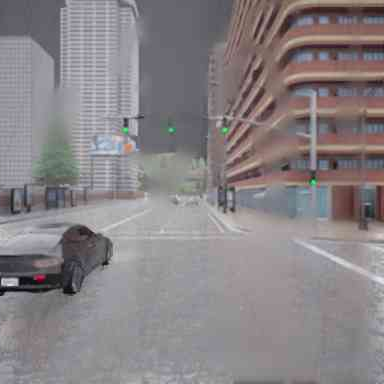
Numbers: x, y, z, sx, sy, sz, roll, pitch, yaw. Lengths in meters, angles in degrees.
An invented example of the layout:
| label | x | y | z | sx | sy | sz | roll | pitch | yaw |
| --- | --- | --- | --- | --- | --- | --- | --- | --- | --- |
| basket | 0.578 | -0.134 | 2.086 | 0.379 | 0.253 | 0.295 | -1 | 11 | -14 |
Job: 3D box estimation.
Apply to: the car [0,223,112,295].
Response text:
| label | x | y | z | sx | sy | sz | roll | pitch | yaw |
| --- | --- | --- | --- | --- | --- | --- | --- | --- | --- |
| car | -3.399 | 1.516 | 8.532 | 1.812 | 1.442 | 4.674 | 0 | 0 | 0 |

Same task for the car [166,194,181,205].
| label | x | y | z | sx | sy | sz | roll | pitch | yaw |
| --- | --- | --- | --- | --- | --- | --- | --- | --- | --- |
| car | -3.377 | 1.498 | 57.835 | 2.128 | 1.511 | 4.902 | 0 | 0 | 0 |

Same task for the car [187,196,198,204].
| label | x | y | z | sx | sy | sz | roll | pitch | yaw |
| --- | --- | --- | --- | --- | --- | --- | --- | --- | --- |
| car | 0.028 | 1.507 | 66.933 | 2.128 | 1.511 | 4.902 | 0 | 0 | 0 |

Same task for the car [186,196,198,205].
| label | x | y | z | sx | sy | sz | roll | pitch | yaw |
| --- | --- | --- | --- | --- | --- | --- | --- | --- | --- |
| car | 0.024 | 1.538 | 57.934 | 1.812 | 1.442 | 4.674 | 0 | 0 | 0 |
